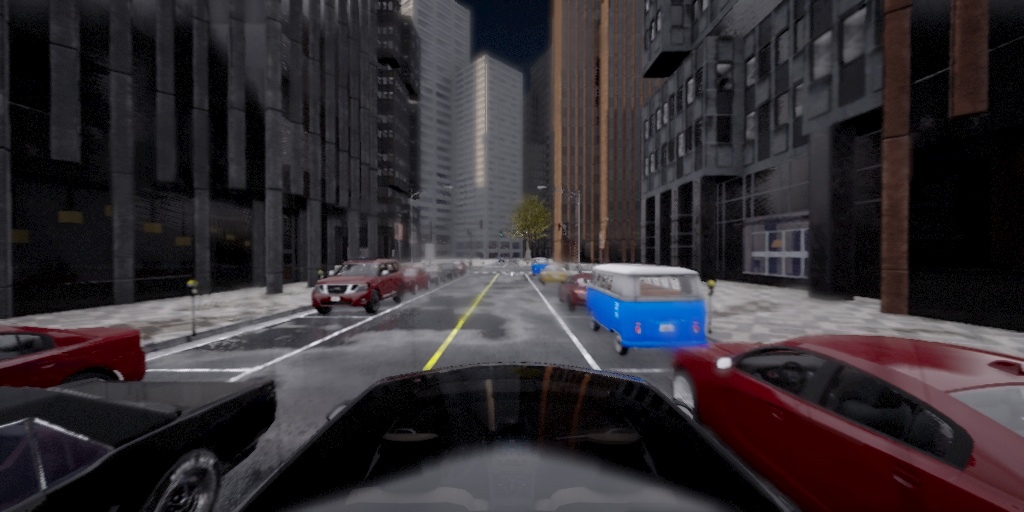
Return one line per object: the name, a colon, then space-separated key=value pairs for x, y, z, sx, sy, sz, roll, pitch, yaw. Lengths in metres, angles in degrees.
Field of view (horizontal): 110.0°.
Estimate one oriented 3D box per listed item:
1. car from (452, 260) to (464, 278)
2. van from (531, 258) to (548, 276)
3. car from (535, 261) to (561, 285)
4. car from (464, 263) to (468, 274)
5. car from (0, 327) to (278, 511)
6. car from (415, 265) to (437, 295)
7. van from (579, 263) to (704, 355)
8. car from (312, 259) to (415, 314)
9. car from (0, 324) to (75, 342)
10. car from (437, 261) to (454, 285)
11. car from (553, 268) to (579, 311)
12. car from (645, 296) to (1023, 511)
car: x=-5.677 y=1.301 z=30.924 sx=1.948 sy=1.339 sz=4.313 roll=0 pitch=0 yaw=0
van: x=2.847 y=1.072 z=36.550 sx=1.690 sy=1.789 sz=3.998 roll=0 pitch=0 yaw=0
car: x=2.850 y=1.264 z=25.471 sx=1.751 sy=1.417 sz=4.829 roll=0 pitch=0 yaw=0
car: x=-5.679 y=1.171 z=36.547 sx=1.967 sy=1.591 sz=4.097 roll=0 pitch=0 yaw=0
car: x=-3.101 y=1.351 z=1.070 sx=1.895 sy=1.301 sz=4.718 roll=0 pitch=0 yaw=0
car: x=-5.674 y=1.288 z=19.673 sx=1.888 sy=1.381 sz=4.507 roll=0 pitch=0 yaw=0
van: x=2.855 y=1.089 z=8.428 sx=1.690 sy=1.789 sz=3.998 roll=0 pitch=0 yaw=0
car: x=-5.673 y=1.060 z=14.048 sx=2.192 sy=1.841 sz=5.009 roll=0 pitch=0 yaw=0
car: x=-5.670 y=1.295 z=2.799 sx=1.888 sy=1.381 sz=4.507 roll=0 pitch=0 yaw=0
car: x=-5.676 y=1.289 z=25.298 sx=2.007 sy=1.370 sz=4.403 roll=0 pitch=0 yaw=0
car: x=2.853 y=1.327 z=14.053 sx=1.802 sy=1.307 sz=4.207 roll=0 pitch=0 yaw=0
car: x=2.856 y=1.295 z=2.803 sx=1.888 sy=1.381 sz=4.507 roll=0 pitch=0 yaw=0
